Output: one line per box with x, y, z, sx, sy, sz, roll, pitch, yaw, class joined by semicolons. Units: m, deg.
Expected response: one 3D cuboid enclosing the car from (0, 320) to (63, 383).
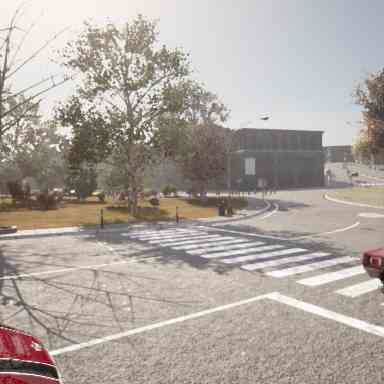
-2.980;1.352;1.618;4.553;1.767;2.097;0;0;-35;car

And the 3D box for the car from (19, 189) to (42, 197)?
-37.946;0.151;78.285;2.097;1.535;5.008;0;3;19;car

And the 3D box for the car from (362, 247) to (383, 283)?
6.300;1.565;8.157;4.718;1.301;1.895;0;0;-34;car

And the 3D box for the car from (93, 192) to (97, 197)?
-16.879;0.287;61.662;1.946;1.575;5.366;-1;2;17;car

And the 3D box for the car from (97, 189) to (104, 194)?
-14.467;0.125;60.034;2.185;1.767;4.553;-2;2;16;car

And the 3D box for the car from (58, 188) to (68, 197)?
-23.947;0.351;67.215;2.163;1.488;4.792;-1;2;17;car

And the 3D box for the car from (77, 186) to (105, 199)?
-19.216;0.054;63.657;2.435;2.045;5.566;-2;2;17;car

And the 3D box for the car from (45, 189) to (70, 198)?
-28.652;0.294;70.883;2.231;1.521;4.892;-1;2;18;car

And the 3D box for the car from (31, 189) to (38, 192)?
-33.330;0.102;74.536;2.185;1.767;4.553;0;2;18;car

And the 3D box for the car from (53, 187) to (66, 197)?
-26.308;0.062;69.023;2.435;2.045;5.566;0;2;18;car
